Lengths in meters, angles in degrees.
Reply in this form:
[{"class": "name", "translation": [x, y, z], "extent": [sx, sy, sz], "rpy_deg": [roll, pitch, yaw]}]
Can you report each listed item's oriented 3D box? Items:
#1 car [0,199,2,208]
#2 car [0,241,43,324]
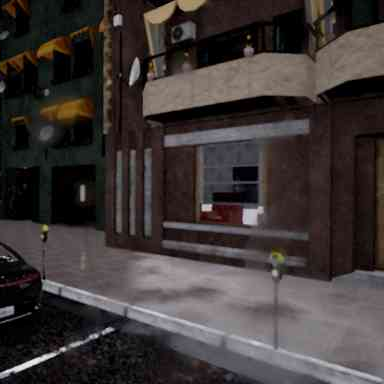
[{"class": "car", "translation": [-19.889, 0.937, 36.984], "extent": [1.752, 1.417, 4.829], "rpy_deg": [2, 2, 35]}, {"class": "car", "translation": [-4.481, 1.491, 6.089], "extent": [4.403, 1.369, 2.008], "rpy_deg": [1, 0, 36]}]
